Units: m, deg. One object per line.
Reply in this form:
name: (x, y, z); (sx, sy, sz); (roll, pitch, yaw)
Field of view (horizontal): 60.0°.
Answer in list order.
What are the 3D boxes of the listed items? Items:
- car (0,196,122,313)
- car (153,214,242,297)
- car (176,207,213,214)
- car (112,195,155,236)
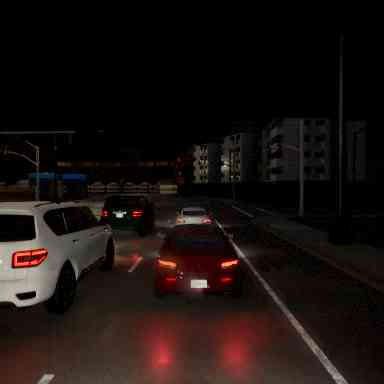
car: (-3.385, 1.218, 7.780); (2.150, 2.045, 5.566); (0, 0, 0)
car: (0.118, 1.521, 8.423); (1.812, 1.442, 4.674); (0, 0, 0)
car: (0.112, 1.490, 17.510); (1.812, 1.442, 4.674); (0, 0, 1)
car: (-3.355, 1.179, 18.139); (2.150, 2.045, 5.566); (0, 0, 0)
